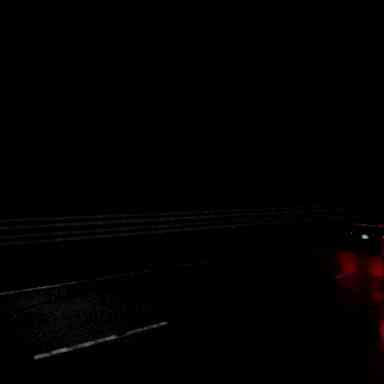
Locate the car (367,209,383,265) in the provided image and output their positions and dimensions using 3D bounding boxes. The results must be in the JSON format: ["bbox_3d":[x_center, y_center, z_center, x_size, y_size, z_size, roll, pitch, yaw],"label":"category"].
[{"bbox_3d":[7.267,1.226,8.934,5.566,2.045,2.150,0,0,-36],"label":"car"}]

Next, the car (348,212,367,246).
[{"bbox_3d":[8.623,1.490,14.192,4.902,1.511,2.128,0,1,-35],"label":"car"}]
